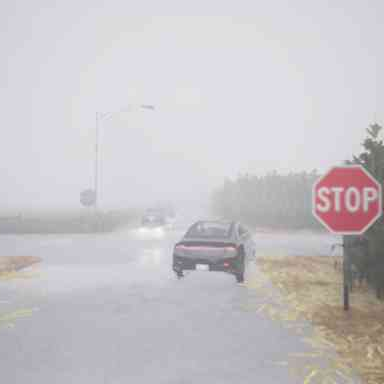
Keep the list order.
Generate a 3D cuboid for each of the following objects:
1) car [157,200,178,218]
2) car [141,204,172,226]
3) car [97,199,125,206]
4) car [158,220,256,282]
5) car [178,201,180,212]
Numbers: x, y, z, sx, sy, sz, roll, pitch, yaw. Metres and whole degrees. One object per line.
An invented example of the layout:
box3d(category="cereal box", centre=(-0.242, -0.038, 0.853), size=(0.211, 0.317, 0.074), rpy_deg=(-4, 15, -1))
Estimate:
box3d(category="car", centre=(-3.189, 1.971, 39.398), size=(2.150, 2.045, 5.566), rpy_deg=(0, -1, 0))
box3d(category="car", centre=(-3.191, 2.023, 28.703), size=(2.128, 1.511, 4.902), rpy_deg=(0, -1, 0))
box3d(category="car", centre=(-16.239, 2.722, 67.175), size=(5.357, 1.411, 2.033), rpy_deg=(0, -1, 0))
box3d(category="car", centre=(0.851, 1.596, 10.185), size=(2.128, 1.511, 4.902), rpy_deg=(-1, -1, 14))
box3d(category="car", centre=(-3.093, 2.317, 55.013), size=(2.150, 2.045, 5.566), rpy_deg=(0, -1, 0))
